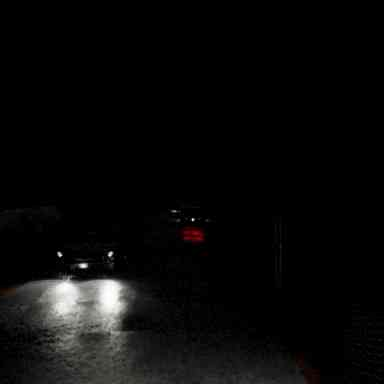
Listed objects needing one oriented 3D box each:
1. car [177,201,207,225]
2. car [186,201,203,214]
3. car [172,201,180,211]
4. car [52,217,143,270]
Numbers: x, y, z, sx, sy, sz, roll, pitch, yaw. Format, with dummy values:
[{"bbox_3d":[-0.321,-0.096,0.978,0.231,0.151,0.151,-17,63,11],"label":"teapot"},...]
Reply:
[{"bbox_3d":[0.070,1.674,25.393,1.837,1.490,4.892,0,0,0],"label":"car"},{"bbox_3d":[0.356,1.953,43.010,2.128,1.511,4.902,0,-1,2],"label":"car"},{"bbox_3d":[-2.005,2.228,53.513,2.033,1.411,5.357,0,-1,5],"label":"car"},{"bbox_3d":[-2.857,1.583,11.421,2.033,1.411,5.357,0,0,0],"label":"car"}]
